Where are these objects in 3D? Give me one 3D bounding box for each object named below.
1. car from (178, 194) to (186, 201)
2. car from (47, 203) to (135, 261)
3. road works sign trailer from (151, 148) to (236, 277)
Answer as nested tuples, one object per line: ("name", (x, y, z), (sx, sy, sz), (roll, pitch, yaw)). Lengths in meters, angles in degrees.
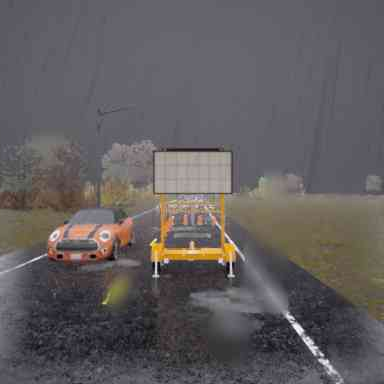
("car", (-2.690, 1.413, 89.925), (2.097, 1.767, 4.553), (0, 0, 1))
("car", (-3.480, 1.356, 12.243), (2.097, 1.767, 4.553), (0, 0, 0))
("road works sign trailer", (0.027, 0.468, 10.220), (2.380, 3.560, 2.880), (0, 0, -1))
